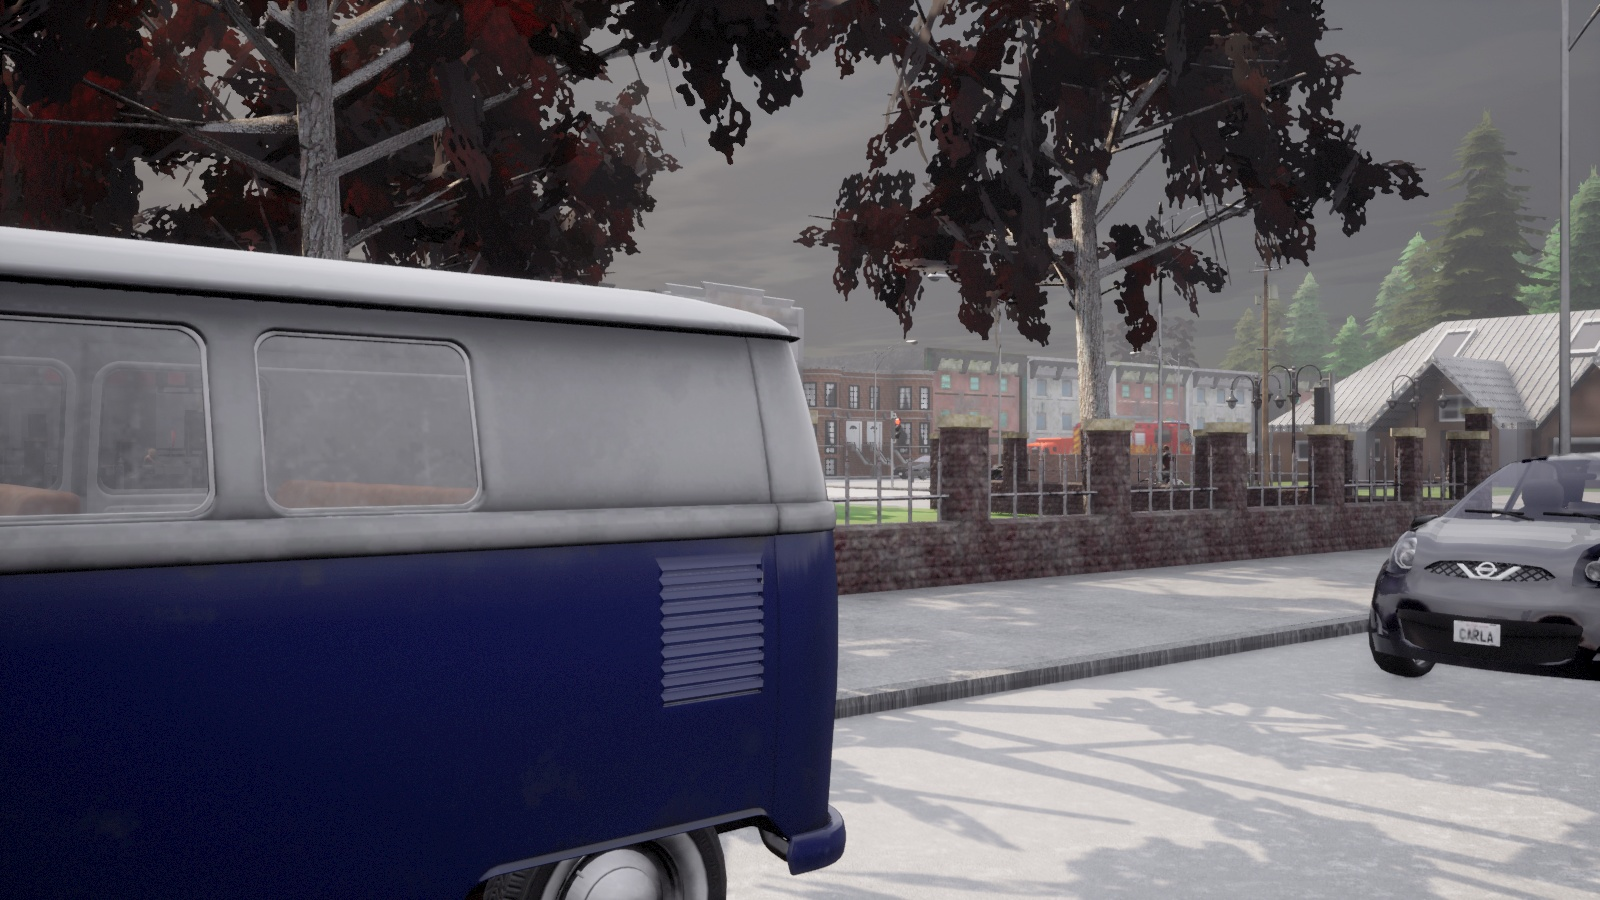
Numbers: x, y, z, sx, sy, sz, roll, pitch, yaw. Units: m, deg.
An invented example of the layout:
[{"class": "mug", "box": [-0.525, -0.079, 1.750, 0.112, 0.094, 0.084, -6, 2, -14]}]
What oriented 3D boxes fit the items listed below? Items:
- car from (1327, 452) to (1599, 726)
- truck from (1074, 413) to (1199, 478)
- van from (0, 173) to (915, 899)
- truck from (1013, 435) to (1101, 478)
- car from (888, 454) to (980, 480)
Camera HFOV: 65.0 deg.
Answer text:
[{"class": "car", "box": [5.392, 0.768, 8.559, 3.633, 1.501, 1.845, 0, 0, -40]}, {"class": "truck", "box": [20.813, -0.274, 77.481, 8.468, 3.827, 2.891, 0, 0, -37]}, {"class": "van", "box": [-1.942, 0.509, 2.918, 4.442, 1.987, 1.775, 0, 0, -40]}, {"class": "truck", "box": [16.183, 0.389, 78.974, 5.204, 2.467, 2.627, -2, 1, -37]}, {"class": "car", "box": [7.782, 0.953, 72.518, 5.357, 1.411, 2.033, 0, 0, -38]}]
